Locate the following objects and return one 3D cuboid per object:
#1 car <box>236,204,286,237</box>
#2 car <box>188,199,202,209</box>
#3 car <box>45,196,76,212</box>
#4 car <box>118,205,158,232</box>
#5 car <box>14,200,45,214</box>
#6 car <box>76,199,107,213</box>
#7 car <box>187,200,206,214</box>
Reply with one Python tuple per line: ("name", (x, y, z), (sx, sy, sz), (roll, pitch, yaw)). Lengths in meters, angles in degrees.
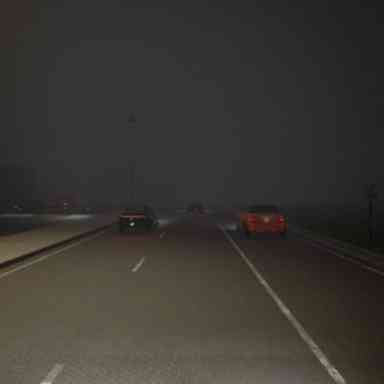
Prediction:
("car", (3.756, 1.429, 18.786), (2.097, 1.767, 4.553), (0, 0, 0))
("car", (0.416, 1.790, 48.622), (1.895, 1.301, 4.718), (0, 0, 1))
("car", (-14.675, 1.295, 38.412), (2.097, 1.767, 4.553), (0, 0, 1))
("car", (-3.230, 1.568, 20.523), (2.128, 1.511, 4.902), (0, 0, 0))
("car", (-18.186, 1.638, 37.778), (1.837, 1.490, 4.892), (0, -1, 1))
("car", (-11.177, 1.634, 38.232), (2.128, 1.511, 4.902), (0, 0, 1))
("car", (0.408, 1.670, 36.856), (1.812, 1.442, 4.674), (0, 0, 0))
